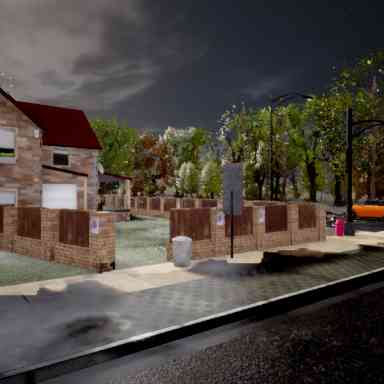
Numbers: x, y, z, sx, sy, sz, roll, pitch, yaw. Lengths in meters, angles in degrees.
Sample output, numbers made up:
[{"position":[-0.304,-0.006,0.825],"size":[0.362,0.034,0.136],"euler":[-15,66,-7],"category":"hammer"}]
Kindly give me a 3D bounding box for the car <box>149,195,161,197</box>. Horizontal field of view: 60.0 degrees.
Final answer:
[{"position":[-6.246,1.321,54.224],"size":[1.837,1.490,4.892],"euler":[0,0,-36],"category":"car"}]

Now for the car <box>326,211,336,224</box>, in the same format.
[{"position":[7.684,1.469,23.349],"size":[1.812,1.442,4.674],"euler":[0,0,-36],"category":"car"}]

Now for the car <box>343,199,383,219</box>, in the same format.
[{"position":[14.183,1.310,25.787],"size":[2.097,1.767,4.553],"euler":[0,0,-36],"category":"car"}]
